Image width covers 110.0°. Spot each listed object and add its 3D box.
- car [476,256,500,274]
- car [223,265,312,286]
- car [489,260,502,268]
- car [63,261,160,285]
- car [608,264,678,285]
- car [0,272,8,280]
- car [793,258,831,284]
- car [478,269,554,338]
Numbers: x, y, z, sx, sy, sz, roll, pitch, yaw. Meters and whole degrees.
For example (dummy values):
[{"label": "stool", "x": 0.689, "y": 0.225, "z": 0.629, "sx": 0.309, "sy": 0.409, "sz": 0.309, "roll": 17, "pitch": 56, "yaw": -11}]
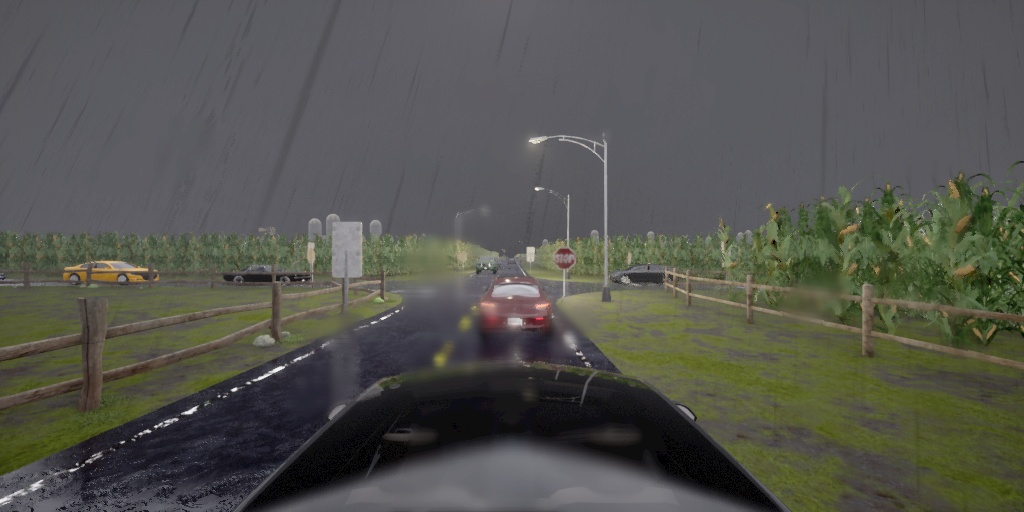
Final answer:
[{"label": "car", "x": -2.839, "y": 0.961, "z": 41.138, "sx": 2.150, "sy": 2.045, "sz": 5.566, "roll": 0, "pitch": 0, "yaw": 0}, {"label": "car", "x": -15.684, "y": 1.251, "z": 23.208, "sx": 4.718, "sy": 1.301, "sz": 1.895, "roll": 0, "pitch": -1, "yaw": 1}, {"label": "car", "x": -2.819, "y": 1.325, "z": 61.502, "sx": 1.895, "sy": 1.301, "sz": 4.718, "roll": 0, "pitch": 0, "yaw": 0}, {"label": "car", "x": -25.913, "y": 1.072, "z": 23.311, "sx": 5.008, "sy": 1.535, "sz": 1.882, "roll": 0, "pitch": -1, "yaw": 1}, {"label": "car", "x": 9.382, "y": 1.338, "z": 25.905, "sx": 4.892, "sy": 1.490, "sz": 1.837, "roll": 0, "pitch": -1, "yaw": 1}, {"label": "car", "x": -36.672, "y": 1.087, "z": 23.428, "sx": 5.357, "sy": 1.411, "sz": 2.033, "roll": 0, "pitch": -1, "yaw": 1}, {"label": "car", "x": 23.074, "y": 1.150, "z": 25.769, "sx": 5.566, "sy": 2.045, "sz": 2.150, "roll": 1, "pitch": -1, "yaw": 1}, {"label": "car", "x": 0.099, "y": 1.276, "z": 10.112, "sx": 1.812, "sy": 1.442, "sz": 4.674, "roll": 0, "pitch": 0, "yaw": 0}]
